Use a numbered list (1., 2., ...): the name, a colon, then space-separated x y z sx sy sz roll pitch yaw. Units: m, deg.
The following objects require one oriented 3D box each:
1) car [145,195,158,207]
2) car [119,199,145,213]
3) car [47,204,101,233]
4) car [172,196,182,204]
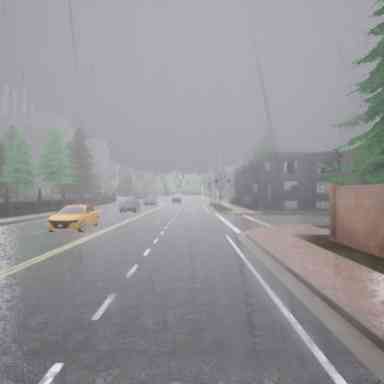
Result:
1. car: -6.825 1.627 55.481 1.837 1.490 4.892 0 0 1
2. car: -6.941 1.584 37.566 1.837 1.490 4.892 0 0 0
3. car: -7.019 1.519 20.252 1.882 1.535 5.008 0 0 0
4. car: -3.196 1.636 70.823 1.882 1.535 5.008 0 0 0
